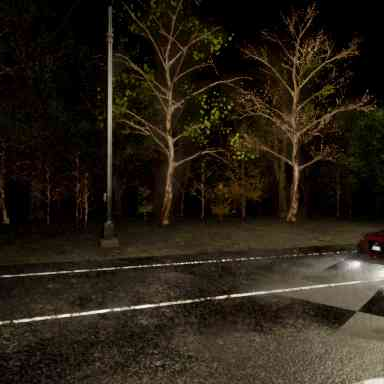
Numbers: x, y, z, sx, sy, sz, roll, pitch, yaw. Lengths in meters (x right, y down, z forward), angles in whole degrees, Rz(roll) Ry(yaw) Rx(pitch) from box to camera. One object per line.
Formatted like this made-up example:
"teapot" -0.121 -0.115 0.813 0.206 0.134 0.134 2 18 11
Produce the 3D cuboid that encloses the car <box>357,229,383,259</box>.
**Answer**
"car" 7.891 1.658 11.501 4.181 1.385 1.994 0 0 -19
